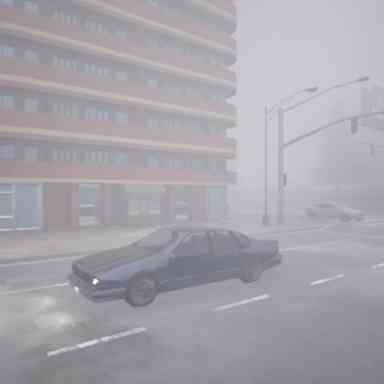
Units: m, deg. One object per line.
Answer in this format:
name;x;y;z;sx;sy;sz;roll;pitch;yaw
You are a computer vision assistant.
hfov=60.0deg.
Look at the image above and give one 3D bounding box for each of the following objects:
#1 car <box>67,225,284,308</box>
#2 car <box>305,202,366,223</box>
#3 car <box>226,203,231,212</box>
car;-0.101;1.546;8.132;5.357;1.411;2.033;0;0;-35
car;10.968;1.518;25.768;1.812;1.442;4.674;0;0;-31
car;2.372;1.470;38.089;1.882;1.535;5.008;0;0;-36
